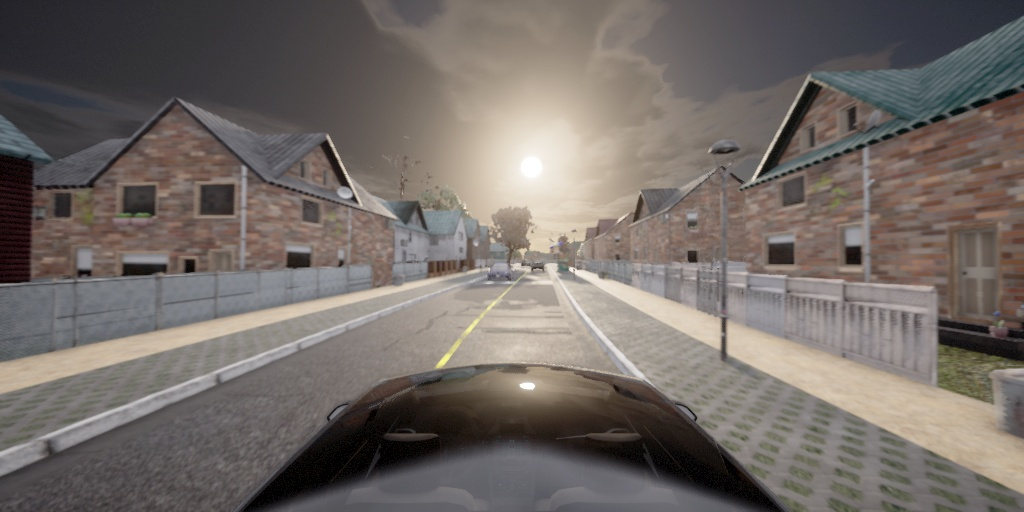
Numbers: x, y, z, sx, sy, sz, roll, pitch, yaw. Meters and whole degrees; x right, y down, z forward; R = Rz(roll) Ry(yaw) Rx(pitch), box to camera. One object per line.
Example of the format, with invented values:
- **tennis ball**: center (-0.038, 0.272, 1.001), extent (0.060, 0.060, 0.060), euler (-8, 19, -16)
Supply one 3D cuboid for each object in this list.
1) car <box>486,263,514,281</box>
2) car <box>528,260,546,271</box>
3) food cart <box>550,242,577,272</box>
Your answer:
- **car**: center (-0.907, 1.292, 30.458), extent (1.812, 1.442, 4.674), euler (0, 0, 5)
- **car**: center (3.678, 1.351, 50.771), extent (1.837, 1.490, 4.892), euler (0, 0, 5)
- **food cart**: center (6.016, 0.284, 42.515), extent (2.280, 3.560, 4.660), euler (0, 0, 5)
